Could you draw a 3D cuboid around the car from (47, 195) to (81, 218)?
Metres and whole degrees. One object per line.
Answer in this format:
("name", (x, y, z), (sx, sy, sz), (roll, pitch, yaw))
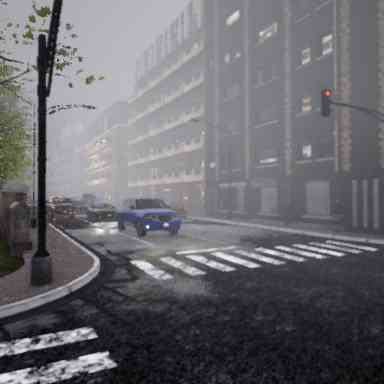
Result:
("car", (-12.078, 1.352, 30.527), (2.192, 1.841, 5.009), (2, -1, -30))

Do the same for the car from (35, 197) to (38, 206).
("car", (-17.533, 1.585, 40.135), (1.947, 1.339, 4.313), (2, -1, -30))

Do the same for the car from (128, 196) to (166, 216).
("car", (-4.789, 1.389, 34.660), (2.192, 1.841, 5.009), (1, -1, -30))

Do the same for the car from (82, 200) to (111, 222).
("car", (-7.366, 1.620, 27.433), (1.994, 1.385, 4.181), (0, 0, -30))

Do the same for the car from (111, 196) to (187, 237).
("car", (-2.642, 1.293, 19.104), (2.150, 2.045, 5.566), (0, 0, -30))

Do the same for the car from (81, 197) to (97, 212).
("car", (-12.293, 1.588, 36.132), (2.033, 1.411, 5.357), (0, 0, -30))

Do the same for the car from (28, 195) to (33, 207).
("car", (-22.897, 1.528, 49.596), (1.752, 1.417, 4.829), (2, -1, -30))

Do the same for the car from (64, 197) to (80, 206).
("car", (-20.894, 1.544, 57.766), (1.812, 1.442, 4.674), (0, 0, -30))

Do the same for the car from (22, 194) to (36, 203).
("car", (-33.874, 1.282, 68.965), (2.192, 1.841, 5.009), (2, -1, -30))

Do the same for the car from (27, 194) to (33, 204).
("car", (-28.430, 1.535, 59.353), (2.008, 1.369, 4.403), (2, -1, -30))

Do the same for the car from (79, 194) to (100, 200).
("car", (-15.374, 1.256, 48.040), (2.150, 2.045, 5.566), (0, 0, -29))

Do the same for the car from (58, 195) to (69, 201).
("car", (-32.039, 1.553, 82.704), (1.947, 1.339, 4.313), (1, -1, -30))

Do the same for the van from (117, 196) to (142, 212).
("van", (-7.514, 1.407, 39.464), (1.690, 1.788, 3.998), (1, -1, -30))

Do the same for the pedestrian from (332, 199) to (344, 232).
("pedestrian", (7.920, 1.261, 18.186), (0.375, 1.860, 0.375), (1, -2, -30))

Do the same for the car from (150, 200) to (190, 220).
("car", (-2.067, 1.523, 29.854), (1.967, 1.590, 4.097), (1, -1, -30))

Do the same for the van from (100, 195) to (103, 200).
("van", (-15.688, 1.380, 53.880), (1.690, 1.788, 3.998), (1, -1, -30))

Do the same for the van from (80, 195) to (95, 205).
("van", (-18.412, 1.372, 58.684), (1.690, 1.788, 3.998), (1, -1, -30))
